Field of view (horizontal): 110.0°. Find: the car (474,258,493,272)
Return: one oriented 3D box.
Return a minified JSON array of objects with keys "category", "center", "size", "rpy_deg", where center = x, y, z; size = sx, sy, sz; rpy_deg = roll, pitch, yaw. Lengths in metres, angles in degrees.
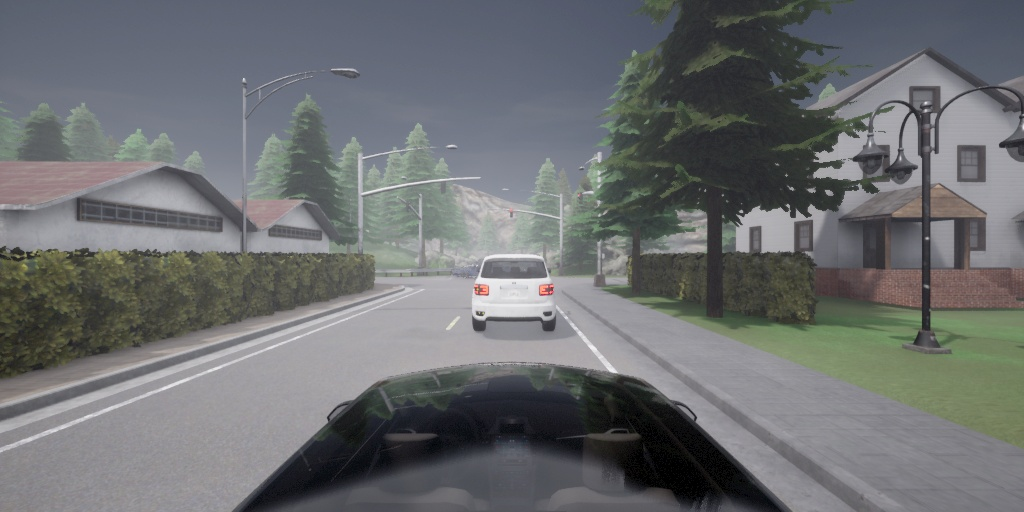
[{"category":"car","center":[-3.582,1.102,45.572],"size":[2.097,1.767,4.553],"rpy_deg":[0,0,0]}]

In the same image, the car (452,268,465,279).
[{"category":"car","center":[-2.439,1.289,31.252],"size":[5.357,1.411,2.033],"rpy_deg":[0,0,1]}]

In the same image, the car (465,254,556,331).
[{"category":"car","center":[0.066,0.971,11.088],"size":[2.150,2.045,5.566],"rpy_deg":[0,0,0]}]

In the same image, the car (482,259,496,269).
[{"category":"car","center":[-3.574,1.276,55.557],"size":[1.812,1.442,4.674],"rpy_deg":[0,0,0]}]
